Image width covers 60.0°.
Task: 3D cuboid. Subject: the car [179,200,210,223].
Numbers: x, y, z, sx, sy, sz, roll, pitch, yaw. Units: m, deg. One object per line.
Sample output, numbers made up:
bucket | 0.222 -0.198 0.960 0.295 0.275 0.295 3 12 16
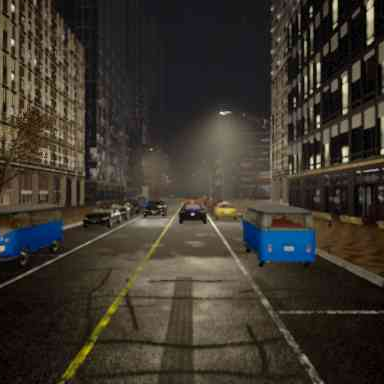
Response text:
car | 0.050 1.507 24.870 1.994 1.385 4.181 0 0 0

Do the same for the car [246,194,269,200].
car | 14.965 1.198 74.368 4.507 1.381 1.887 0 0 0

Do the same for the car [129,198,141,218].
car | -5.737 1.489 26.951 2.008 1.369 4.403 1 0 0

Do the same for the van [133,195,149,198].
van | -5.757 1.250 37.577 1.690 1.788 3.998 1 0 0

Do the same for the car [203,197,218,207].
car | 2.601 1.422 48.218 1.887 1.381 4.507 1 0 0

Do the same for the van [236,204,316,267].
van | 2.677 1.320 11.020 1.690 1.788 3.998 1 0 0

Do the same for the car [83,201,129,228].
car | -5.727 1.503 21.637 2.008 1.369 4.403 1 0 0

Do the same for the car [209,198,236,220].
car | 2.643 1.463 27.133 1.752 1.417 4.829 1 0 0

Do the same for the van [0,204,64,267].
van | -5.704 1.319 11.011 1.690 1.788 3.998 1 0 0

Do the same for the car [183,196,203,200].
car | 0.018 1.250 41.147 2.097 1.767 4.553 0 0 0

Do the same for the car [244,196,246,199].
car | 15.029 1.267 82.748 4.403 1.369 2.008 0 0 0

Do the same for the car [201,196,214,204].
car | 2.690 1.392 58.843 2.008 1.369 4.403 1 0 0

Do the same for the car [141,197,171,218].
car | -3.157 1.436 29.452 1.837 1.490 4.892 0 0 0

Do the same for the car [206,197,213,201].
car | 2.632 1.469 32.277 1.887 1.381 4.507 1 0 0

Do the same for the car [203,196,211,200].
car | 2.623 1.349 37.590 1.967 1.590 4.097 1 0 0
